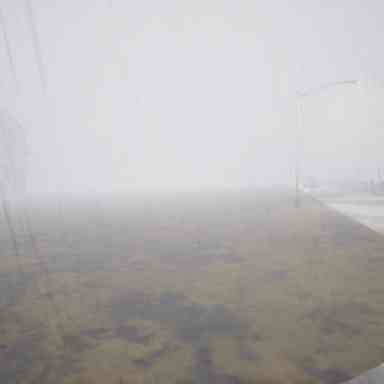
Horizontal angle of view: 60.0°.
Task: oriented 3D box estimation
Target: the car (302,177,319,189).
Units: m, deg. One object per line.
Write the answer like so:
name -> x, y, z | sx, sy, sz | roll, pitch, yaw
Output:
car -> 17.770, -1.389, 49.916 | 2.097, 1.767, 4.553 | 0, 3, 14
